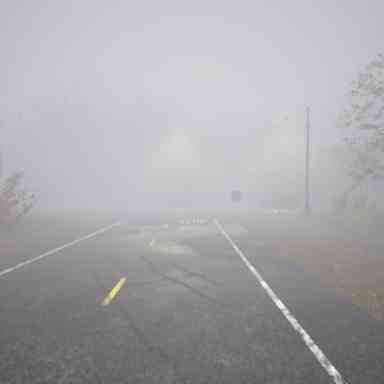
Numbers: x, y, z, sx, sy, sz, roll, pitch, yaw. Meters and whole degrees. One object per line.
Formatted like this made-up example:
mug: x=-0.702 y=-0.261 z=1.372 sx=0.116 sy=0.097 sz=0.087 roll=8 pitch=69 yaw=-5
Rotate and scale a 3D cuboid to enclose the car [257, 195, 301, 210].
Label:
car: x=11.482 y=1.381 z=44.055 sx=5.566 sy=2.045 sz=2.150 roll=0 pitch=0 yaw=0
